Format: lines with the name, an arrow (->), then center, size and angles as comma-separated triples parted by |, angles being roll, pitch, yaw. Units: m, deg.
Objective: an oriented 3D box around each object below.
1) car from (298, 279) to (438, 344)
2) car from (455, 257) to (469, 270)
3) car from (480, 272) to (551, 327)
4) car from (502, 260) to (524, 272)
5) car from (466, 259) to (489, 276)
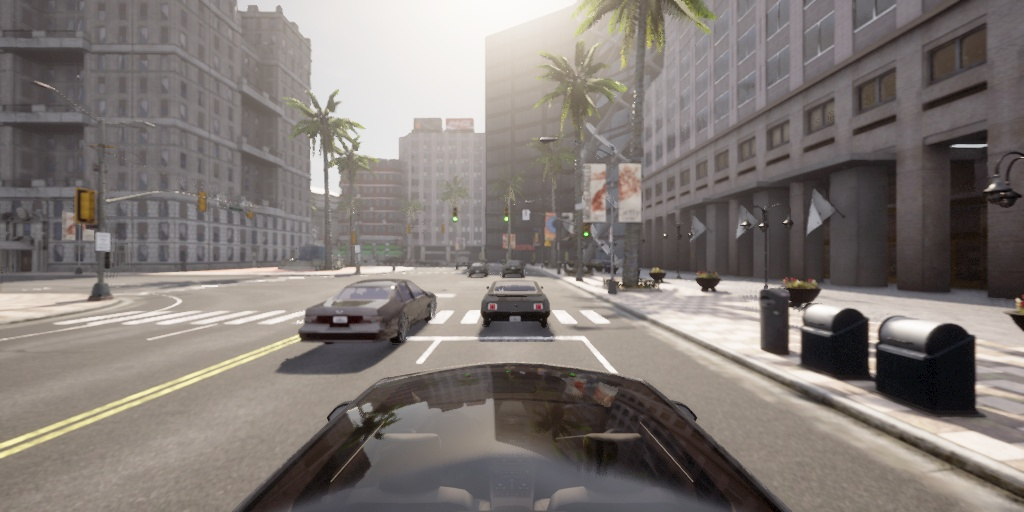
car -> -3.407, 1.317, 9.625 | 2.033, 1.411, 5.357 | 0, 0, 0
car -> -7.761, 1.110, 56.725 | 2.150, 2.045, 5.566 | 0, 0, -9
car -> 0.094, 1.376, 11.675 | 1.895, 1.301, 4.718 | 0, 0, 0
car -> 0.096, 1.189, 36.425 | 2.097, 1.767, 4.553 | 0, 0, 0
car -> -3.418, 1.366, 37.689 | 1.812, 1.442, 4.674 | 0, 0, 0
